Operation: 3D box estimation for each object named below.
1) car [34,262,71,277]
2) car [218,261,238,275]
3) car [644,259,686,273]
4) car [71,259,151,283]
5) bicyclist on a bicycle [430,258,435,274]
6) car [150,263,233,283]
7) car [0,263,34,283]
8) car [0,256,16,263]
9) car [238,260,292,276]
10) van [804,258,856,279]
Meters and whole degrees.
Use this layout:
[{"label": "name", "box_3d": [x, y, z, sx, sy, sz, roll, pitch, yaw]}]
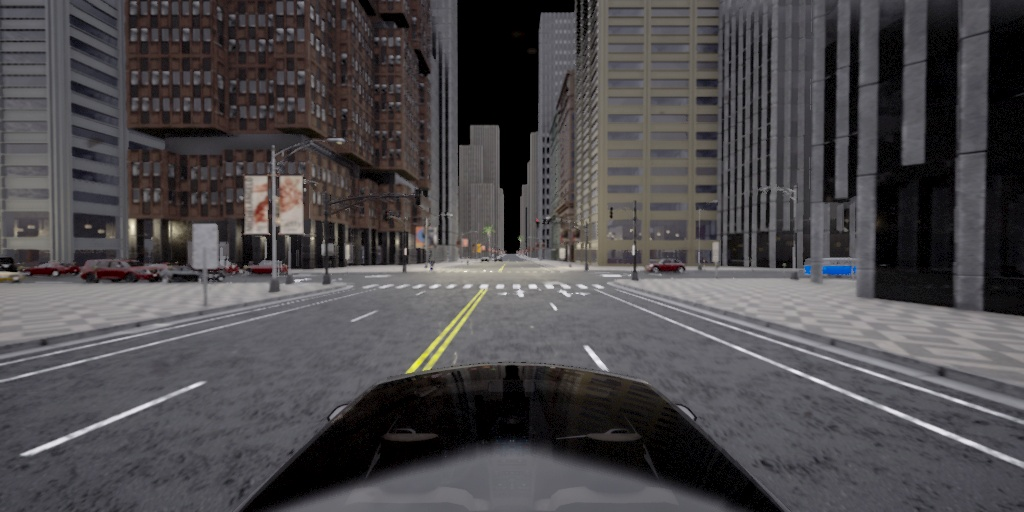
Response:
[{"label": "car", "box_3d": [-46.421, 1.345, 36.295, 4.507, 1.381, 1.888, 0, 0, 0]}, {"label": "car", "box_3d": [-30.147, 1.179, 36.301, 4.097, 1.591, 1.967, 0, 0, 0]}, {"label": "car", "box_3d": [16.689, 1.046, 39.421, 4.097, 1.591, 1.967, 0, 0, 0]}, {"label": "car", "box_3d": [-30.147, 1.187, 27.777, 5.009, 1.841, 2.192, 0, 0, 0]}, {"label": "bicyclist on a bicycle", "box_3d": [-8.741, 1.066, 39.140, 0.659, 1.776, 1.843, 0, 0, 0]}, {"label": "car", "box_3d": [-24.721, 1.419, 27.779, 4.313, 1.339, 1.948, 0, 0, 0]}, {"label": "car", "box_3d": [-40.829, 1.438, 27.773, 4.829, 1.417, 1.751, 0, 0, 0]}, {"label": "car", "box_3d": [-49.919, 1.077, 33.530, 5.566, 2.045, 2.150, 0, 1, 1]}, {"label": "car", "box_3d": [-24.722, 1.160, 36.303, 4.097, 1.591, 1.967, 0, 0, 0]}, {"label": "van", "box_3d": [27.524, 1.066, 30.833, 3.998, 1.789, 1.690, 0, 0, 0]}]
